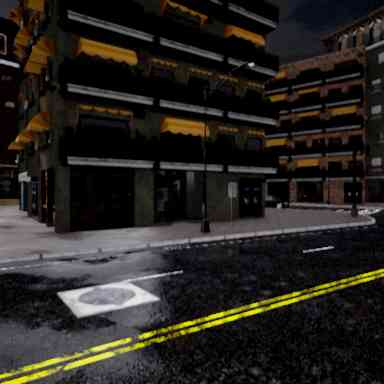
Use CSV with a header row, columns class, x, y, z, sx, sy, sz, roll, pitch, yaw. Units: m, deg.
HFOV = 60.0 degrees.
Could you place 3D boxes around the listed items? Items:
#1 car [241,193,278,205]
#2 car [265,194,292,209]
class,x,y,z,sx,sy,sz,roll,pitch,yaw
car,9.107,0.947,44.866,4.403,1.369,2.008,1,0,38
car,8.232,1.061,34.886,4.403,1.369,2.008,1,0,38
